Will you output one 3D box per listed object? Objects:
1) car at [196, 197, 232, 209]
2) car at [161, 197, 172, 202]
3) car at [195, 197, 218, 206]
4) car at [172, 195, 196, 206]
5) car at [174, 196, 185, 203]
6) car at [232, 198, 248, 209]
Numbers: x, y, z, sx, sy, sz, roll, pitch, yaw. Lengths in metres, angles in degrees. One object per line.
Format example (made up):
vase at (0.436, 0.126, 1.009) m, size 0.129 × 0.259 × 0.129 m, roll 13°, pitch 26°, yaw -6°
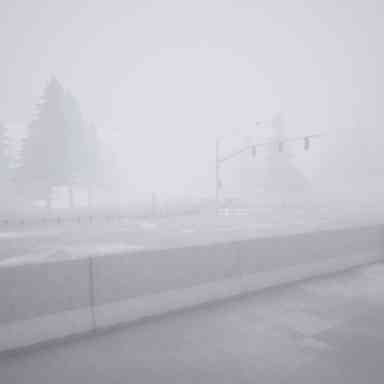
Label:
car at (3.089, 1.684, 48.363) m, size 2.033 × 1.411 × 5.357 m, roll 0°, pitch 0°, yaw -28°
car at (-4.182, 1.758, 66.544) m, size 1.895 × 1.301 × 4.718 m, roll 0°, pitch 0°, yaw -17°
car at (2.450, 1.650, 58.079) m, size 2.128 × 1.511 × 4.902 m, roll 0°, pitch 0°, yaw -22°
car at (-1.117, 1.692, 57.455) m, size 2.033 × 1.411 × 5.357 m, roll 0°, pitch 0°, yaw -22°
car at (-2.949, 1.668, 77.631) m, size 1.882 × 1.535 × 5.008 m, roll 0°, pitch 0°, yaw -11°
car at (6.384, 1.656, 49.701) m, size 1.837 × 1.490 × 4.892 m, roll 0°, pitch 0°, yaw -28°
